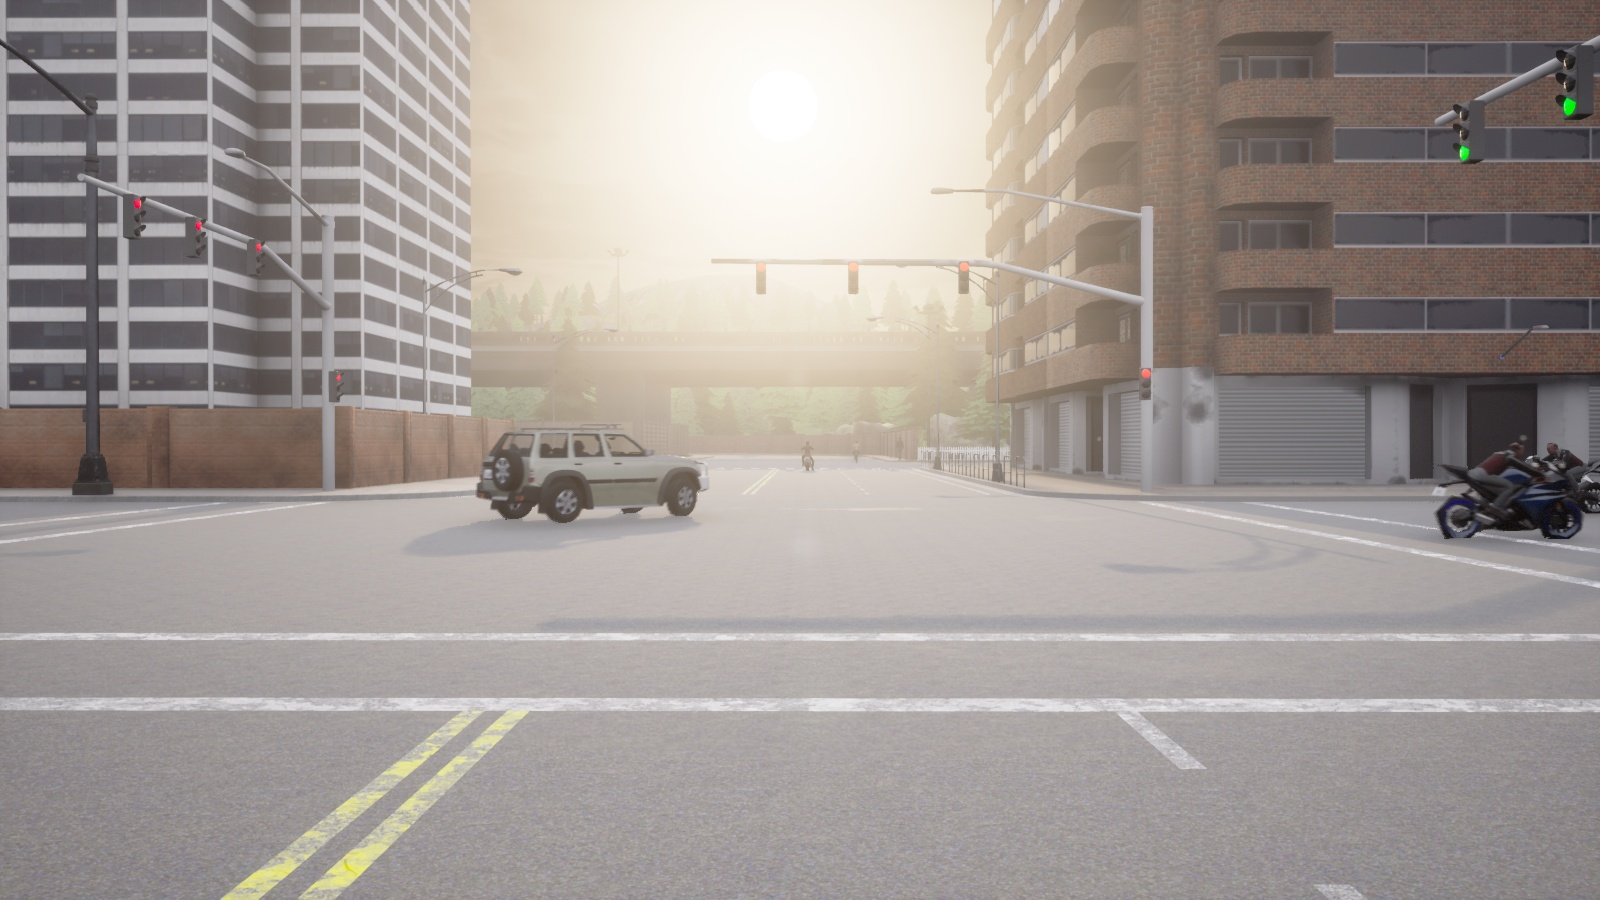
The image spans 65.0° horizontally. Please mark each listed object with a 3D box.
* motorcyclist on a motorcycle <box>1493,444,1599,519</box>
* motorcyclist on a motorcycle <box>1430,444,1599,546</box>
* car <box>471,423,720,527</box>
[{"bbox_3d":[15.862,0.646,26.328,2.191,1.530,0.866,0,0,1],"label":"motorcyclist on a motorcycle"},{"bbox_3d":[11.033,0.681,19.381,2.191,1.530,0.866,0,0,1],"label":"motorcyclist on a motorcycle"},{"bbox_3d":[-3.934,0.420,24.739,1.932,1.855,4.605,1,1,44],"label":"car"}]
